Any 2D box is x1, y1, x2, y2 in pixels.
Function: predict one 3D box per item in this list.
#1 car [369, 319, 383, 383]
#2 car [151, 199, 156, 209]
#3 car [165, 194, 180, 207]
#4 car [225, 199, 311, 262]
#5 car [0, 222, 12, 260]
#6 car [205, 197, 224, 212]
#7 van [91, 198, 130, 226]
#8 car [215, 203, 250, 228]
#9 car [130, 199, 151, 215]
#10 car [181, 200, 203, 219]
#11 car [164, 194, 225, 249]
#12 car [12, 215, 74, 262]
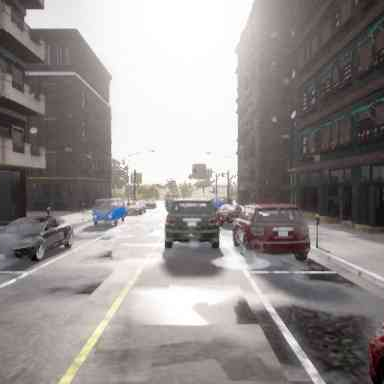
[{"bbox_3d":[2.672,1.312,1.059,2.192,1.841,5.009,-1,0,0],"label":"car"},{"bbox_3d":[-5.800,1.555,45.198,1.802,1.307,4.206,-1,0,0],"label":"car"},{"bbox_3d":[-2.999,1.296,52.628,2.150,2.045,5.566,0,0,0],"label":"car"},{"bbox_3d":[2.672,1.307,12.108,2.192,1.841,5.009,-1,0,0],"label":"car"},{"bbox_3d":[-5.704,1.520,6.366,1.752,1.417,4.829,-1,0,0],"label":"car"},{"bbox_3d":[2.674,1.417,39.729,1.967,1.590,4.097,-1,0,0],"label":"car"},{"bbox_3d":[-5.707,1.328,23.108,1.690,1.788,3.998,-1,0,0],"label":"van"},{"bbox_3d":[2.676,1.532,23.156,1.887,1.381,4.507,-1,0,0],"label":"car"},{"bbox_3d":[-5.703,1.506,33.986,1.752,1.417,4.829,-1,0,0],"label":"car"},{"bbox_3d":[0.000,1.517,29.656,1.812,1.442,4.674,0,0,0],"label":"car"},{"bbox_3d":[0.000,1.250,14.682,2.150,2.045,5.566,0,0,0],"label":"car"},{"bbox_3d":[-5.703,1.558,12.059,1.947,1.339,4.313,-1,0,0],"label":"car"}]
